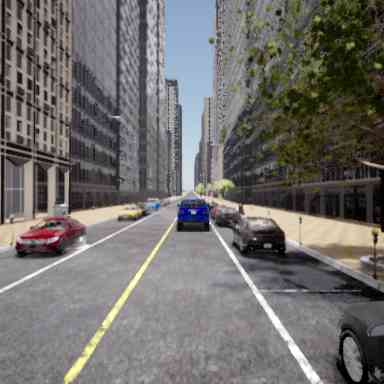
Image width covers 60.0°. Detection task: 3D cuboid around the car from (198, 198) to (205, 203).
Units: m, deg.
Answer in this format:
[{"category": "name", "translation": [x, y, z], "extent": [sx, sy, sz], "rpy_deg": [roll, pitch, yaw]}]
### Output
[{"category": "car", "translation": [2.669, 2.470, 93.742], "extent": [1.802, 1.307, 4.206], "rpy_deg": [0, 0, 0]}]

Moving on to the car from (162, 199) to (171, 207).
[{"category": "car", "translation": [-5.706, 2.198, 65.256], "extent": [2.008, 1.369, 4.403], "rpy_deg": [0, -1, 0]}]

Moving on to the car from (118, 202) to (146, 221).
[{"category": "car", "translation": [-5.699, 1.846, 30.904], "extent": [1.752, 1.417, 4.829], "rpy_deg": [0, -1, 0]}]

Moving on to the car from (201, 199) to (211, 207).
[{"category": "car", "translation": [2.675, 2.175, 65.427], "extent": [1.752, 1.417, 4.829], "rpy_deg": [0, -1, 0]}]

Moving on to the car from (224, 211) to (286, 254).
[{"category": "car", "translation": [2.685, 1.700, 13.984], "extent": [2.008, 1.369, 4.403], "rpy_deg": [0, -1, 0]}]

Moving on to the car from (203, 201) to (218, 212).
[{"category": "car", "translation": [2.678, 2.034, 48.166], "extent": [1.887, 1.381, 4.507], "rpy_deg": [0, -1, 0]}]

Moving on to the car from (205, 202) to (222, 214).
[{"category": "car", "translation": [2.679, 2.000, 42.468], "extent": [1.947, 1.339, 4.313], "rpy_deg": [0, -1, 0]}]

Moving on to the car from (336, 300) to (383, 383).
[{"category": "car", "translation": [2.687, 1.580, 2.590], "extent": [2.008, 1.369, 4.403], "rpy_deg": [0, -1, 0]}]

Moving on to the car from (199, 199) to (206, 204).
[{"category": "car", "translation": [2.670, 2.424, 88.045], "extent": [1.802, 1.307, 4.206], "rpy_deg": [0, 0, 0]}]

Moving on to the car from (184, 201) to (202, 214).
[{"category": "car", "translation": [0.091, 1.918, 41.881], "extent": [2.128, 1.511, 4.902], "rpy_deg": [0, -1, 0]}]

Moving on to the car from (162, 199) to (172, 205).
[{"category": "car", "translation": [-5.708, 2.298, 76.650], "extent": [2.008, 1.369, 4.403], "rpy_deg": [0, 0, 0]}]

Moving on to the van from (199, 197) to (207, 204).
[{"category": "van", "translation": [2.671, 2.136, 82.350], "extent": [1.690, 1.788, 3.998], "rpy_deg": [0, 0, 0]}]

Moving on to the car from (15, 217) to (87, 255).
[{"category": "car", "translation": [-5.695, 1.731, 13.983], "extent": [1.802, 1.307, 4.206], "rpy_deg": [0, -1, 0]}]

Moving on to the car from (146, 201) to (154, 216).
[{"category": "car", "translation": [-5.700, 1.944, 36.770], "extent": [1.947, 1.339, 4.313], "rpy_deg": [0, -1, 0]}]

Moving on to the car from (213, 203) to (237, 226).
[{"category": "car", "translation": [2.683, 1.816, 25.378], "extent": [2.008, 1.369, 4.403], "rpy_deg": [0, -1, 0]}]

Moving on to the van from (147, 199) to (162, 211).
[{"category": "van", "translation": [-5.703, 1.830, 48.167], "extent": [1.690, 1.788, 3.998], "rpy_deg": [0, -1, 0]}]

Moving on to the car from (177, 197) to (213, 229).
[{"category": "car", "translation": [0.095, 1.466, 23.744], "extent": [2.150, 2.045, 5.566], "rpy_deg": [0, -1, 0]}]
